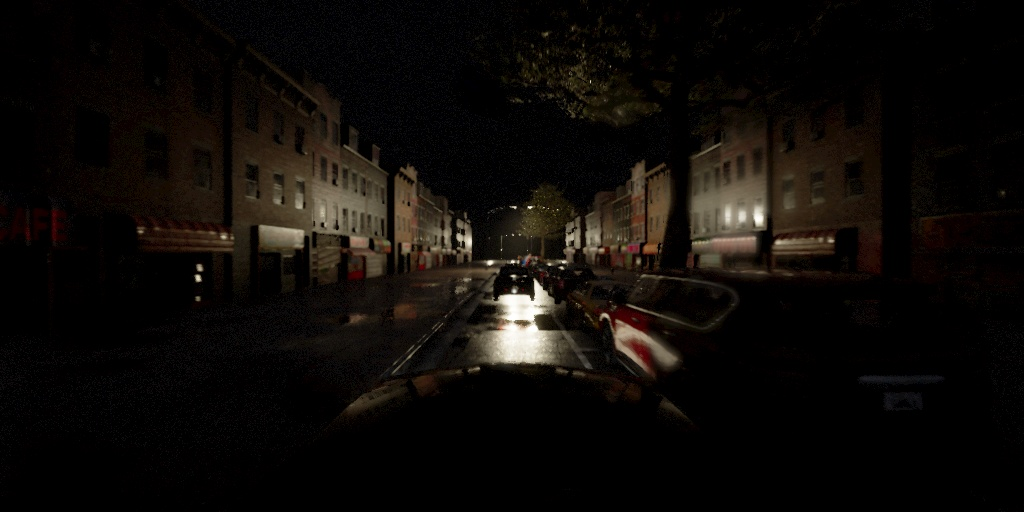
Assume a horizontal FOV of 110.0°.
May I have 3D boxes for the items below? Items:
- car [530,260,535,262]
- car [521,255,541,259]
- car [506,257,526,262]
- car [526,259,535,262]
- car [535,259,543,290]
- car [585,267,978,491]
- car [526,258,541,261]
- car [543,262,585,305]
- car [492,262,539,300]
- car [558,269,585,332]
[{"bbox_3d":[2.639,1.232,26.989,2.007,1.370,4.403,0,0,0],"label":"car"},{"bbox_3d":[2.639,0.933,43.626,2.192,1.841,5.009,0,0,0],"label":"car"},{"bbox_3d":[0.100,1.132,37.719,2.128,1.511,4.902,0,0,0],"label":"car"},{"bbox_3d":[2.639,1.211,32.535,2.007,1.370,4.403,0,0,0],"label":"car"},{"bbox_3d":[2.639,1.140,21.442,1.967,1.591,4.097,0,0,0],"label":"car"},{"bbox_3d":[2.638,1.058,4.803,2.192,1.841,5.009,0,0,0],"label":"car"},{"bbox_3d":[2.639,1.205,38.081,1.948,1.339,4.313,0,0,0],"label":"car"},{"bbox_3d":[2.638,1.157,15.894,1.967,1.591,4.097,0,0,0],"label":"car"},{"bbox_3d":[0.100,1.217,17.406,1.837,1.490,4.892,0,0,0],"label":"car"},{"bbox_3d":[2.638,1.255,10.519,1.751,1.417,4.829,0,0,0],"label":"car"}]
